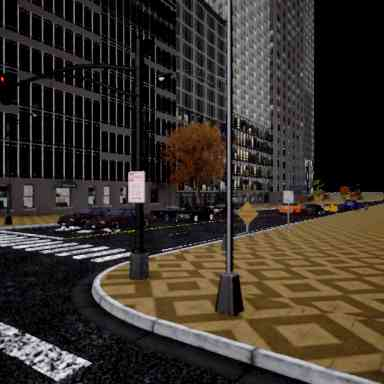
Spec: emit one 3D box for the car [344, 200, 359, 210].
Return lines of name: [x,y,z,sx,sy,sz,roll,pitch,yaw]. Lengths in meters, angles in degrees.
car: [31.483,2.550,65.765,2.150,2.045,5.566,0,-1,33]

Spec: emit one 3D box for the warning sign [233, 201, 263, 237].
warning sign: [3.110,1.464,18.564,1.300,1.860,1.060,1,1,33]

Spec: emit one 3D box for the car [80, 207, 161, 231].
car: [-4.885,1.894,23.635,2.033,1.411,5.357,0,-1,33]

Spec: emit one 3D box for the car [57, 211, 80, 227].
car: [-7.537,1.897,25.519,2.033,1.411,5.357,0,-1,33]

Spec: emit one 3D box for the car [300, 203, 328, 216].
car: [16.287,2.367,44.211,1.837,1.490,4.892,0,-1,33]

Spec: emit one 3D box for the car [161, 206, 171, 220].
car: [-2.339,2.123,33.579,1.895,1.301,4.718,0,-1,33]

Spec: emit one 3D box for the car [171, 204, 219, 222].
car: [0.394,2.027,31.821,1.837,1.490,4.892,0,-1,33]

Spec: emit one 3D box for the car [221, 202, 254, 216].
car: [5.864,2.055,40.285,2.097,1.767,4.553,0,-1,33]

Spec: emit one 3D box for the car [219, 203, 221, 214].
car: [4.191,2.228,43.679,2.128,1.511,4.902,0,-1,33]

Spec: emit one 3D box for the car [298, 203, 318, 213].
car: [19.152,2.594,54.736,2.033,1.411,5.357,0,-1,33]

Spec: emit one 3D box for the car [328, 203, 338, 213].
car: [21.885,2.524,52.976,1.882,1.535,5.008,0,-1,33]

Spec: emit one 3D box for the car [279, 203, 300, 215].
car: [13.749,2.221,46.266,2.097,1.767,4.553,0,-1,33]
